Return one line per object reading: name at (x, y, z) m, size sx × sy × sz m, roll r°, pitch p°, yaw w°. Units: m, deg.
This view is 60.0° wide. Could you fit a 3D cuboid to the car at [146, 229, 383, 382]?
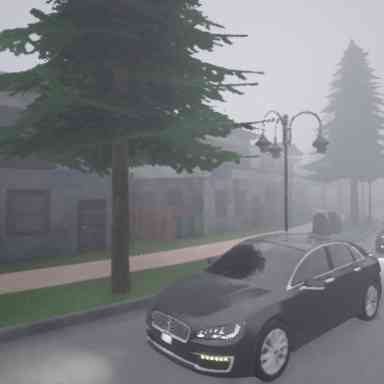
car at (1.527, 1.530, 5.638) m, size 4.892 × 1.490 × 1.837 m, roll 0°, pitch 0°, yaw -41°
